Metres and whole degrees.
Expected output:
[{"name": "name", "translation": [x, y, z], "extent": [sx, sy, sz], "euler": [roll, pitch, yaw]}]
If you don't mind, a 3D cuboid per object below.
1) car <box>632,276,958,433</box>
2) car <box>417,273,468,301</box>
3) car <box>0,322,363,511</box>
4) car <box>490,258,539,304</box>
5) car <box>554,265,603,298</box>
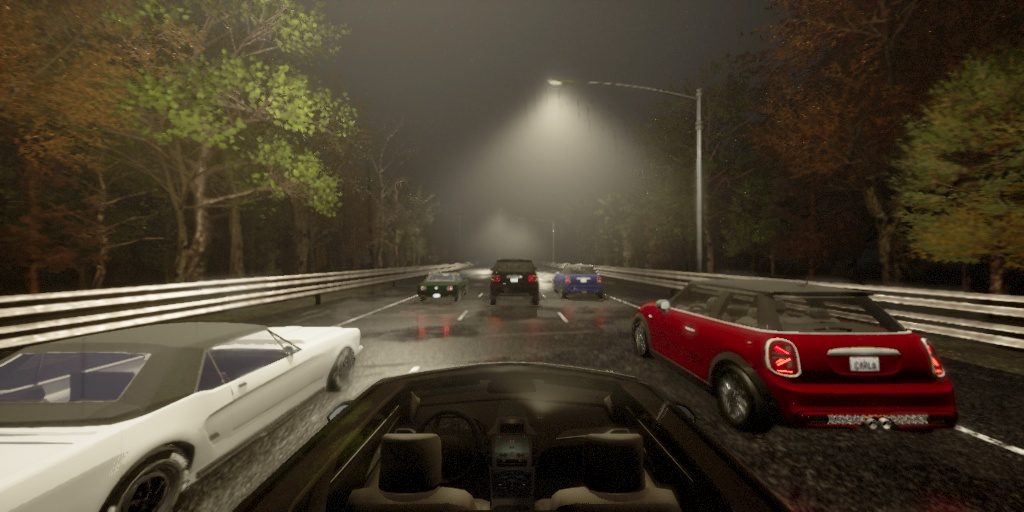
[{"name": "car", "translation": [3.597, 1.144, 5.782], "extent": [2.097, 1.767, 4.553], "euler": [0, -1, 0]}, {"name": "car", "translation": [-3.405, 1.522, 18.493], "extent": [1.895, 1.301, 4.718], "euler": [0, -1, 0]}, {"name": "car", "translation": [-3.402, 1.374, 3.849], "extent": [1.895, 1.301, 4.718], "euler": [0, -1, 0]}, {"name": "car", "translation": [0.097, 1.132, 17.550], "extent": [2.150, 2.045, 5.566], "euler": [0, -1, 0]}, {"name": "car", "translation": [3.597, 1.289, 20.110], "extent": [2.097, 1.767, 4.553], "euler": [0, -1, 0]}]
